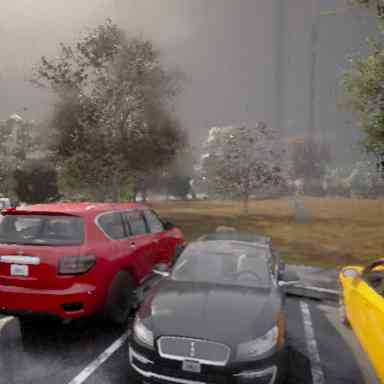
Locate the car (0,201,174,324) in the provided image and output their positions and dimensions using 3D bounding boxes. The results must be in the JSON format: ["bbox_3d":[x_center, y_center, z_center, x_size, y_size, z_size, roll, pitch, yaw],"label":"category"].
[{"bbox_3d":[-1.814,1.257,7.402,2.435,2.045,5.566,0,-1,15],"label":"car"}]

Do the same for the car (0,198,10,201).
[{"bbox_3d":[-9.166,1.213,12.406,2.435,2.045,5.566,1,0,14],"label":"car"}]

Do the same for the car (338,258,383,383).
[{"bbox_3d":[3.041,1.485,3.943,2.097,1.535,5.008,0,-1,15],"label":"car"}]

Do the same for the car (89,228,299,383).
[{"bbox_3d":[0.624,1.503,5.668,2.231,1.521,4.892,1,-1,15],"label":"car"}]
